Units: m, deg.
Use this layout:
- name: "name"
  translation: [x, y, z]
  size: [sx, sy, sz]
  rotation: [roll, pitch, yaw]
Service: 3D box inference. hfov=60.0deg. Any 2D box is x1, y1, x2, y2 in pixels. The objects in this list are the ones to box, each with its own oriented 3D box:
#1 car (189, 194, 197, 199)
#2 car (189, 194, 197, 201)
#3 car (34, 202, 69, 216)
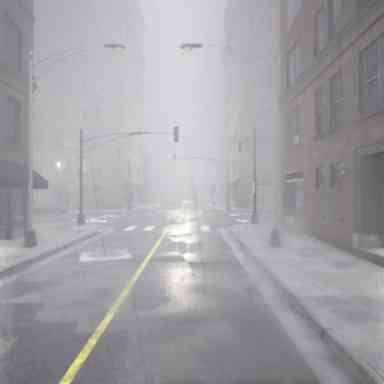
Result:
- name: "car"
  translation: [0.222, 1.149, 85.461]
  size: [1.895, 1.301, 4.718]
  rotation: [0, 0, 0]
- name: "car"
  translation: [0.195, 1.291, 75.009]
  size: [2.033, 1.411, 5.357]
  rotation: [0, 0, 0]
- name: "car"
  translation: [-14.491, 1.682, 33.305]
  size: [4.206, 1.307, 1.802]
  rotation: [-1, 1, 0]
